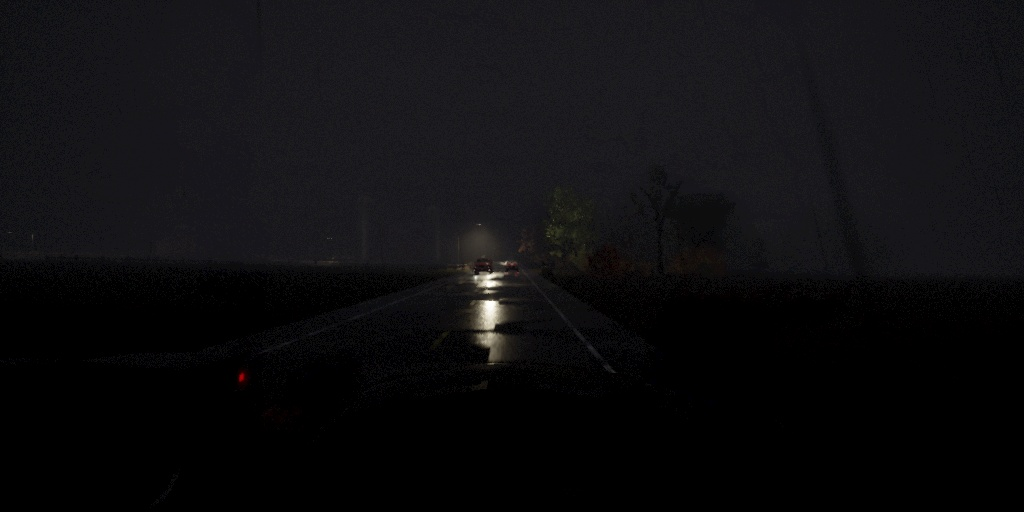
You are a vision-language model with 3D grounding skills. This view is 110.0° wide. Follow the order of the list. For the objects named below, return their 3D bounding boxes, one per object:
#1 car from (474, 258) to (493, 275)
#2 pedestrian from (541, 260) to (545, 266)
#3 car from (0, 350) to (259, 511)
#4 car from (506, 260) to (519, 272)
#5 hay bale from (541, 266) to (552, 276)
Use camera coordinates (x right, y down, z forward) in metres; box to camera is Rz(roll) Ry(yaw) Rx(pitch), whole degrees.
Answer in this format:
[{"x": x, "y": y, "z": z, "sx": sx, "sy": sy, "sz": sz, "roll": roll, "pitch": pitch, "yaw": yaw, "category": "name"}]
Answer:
[{"x": -3.575, "y": 1.260, "z": 45.777, "sx": 2.150, "sy": 2.045, "sz": 5.566, "roll": 0, "pitch": 0, "yaw": 0, "category": "car"}, {"x": 3.683, "y": 1.326, "z": 42.718, "sx": 0.375, "sy": 1.860, "sz": 0.375, "roll": -1, "pitch": 0, "yaw": -2, "category": "pedestrian"}, {"x": -3.597, "y": 1.294, "z": 1.396, "sx": 2.033, "sy": 1.411, "sz": 5.357, "roll": 0, "pitch": 0, "yaw": 0, "category": "car"}, {"x": 0.021, "y": 1.694, "z": 53.413, "sx": 1.895, "sy": 1.301, "sz": 4.718, "roll": 0, "pitch": 0, "yaw": 0, "category": "car"}, {"x": 3.990, "y": 1.672, "z": 41.601, "sx": 1.220, "sy": 1.180, "sz": 1.240, "roll": 0, "pitch": 0, "yaw": 0, "category": "hay bale"}]
